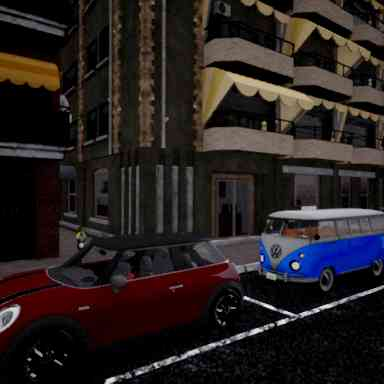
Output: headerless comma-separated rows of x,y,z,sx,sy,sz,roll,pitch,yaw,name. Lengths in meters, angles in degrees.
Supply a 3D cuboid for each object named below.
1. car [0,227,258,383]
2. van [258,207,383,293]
-1.172,1.440,5.256,4.097,1.590,1.967,0,0,-35,car
3.462,1.340,8.557,3.998,1.788,1.690,0,0,-35,van
